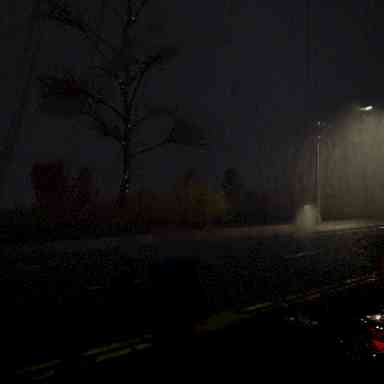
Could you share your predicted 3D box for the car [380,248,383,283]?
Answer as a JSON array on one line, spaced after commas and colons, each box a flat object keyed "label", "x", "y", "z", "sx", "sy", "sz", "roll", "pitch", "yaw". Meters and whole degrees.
[{"label": "car", "x": 6.607, "y": 1.580, "z": 8.230, "sx": 5.008, "sy": 1.535, "sz": 1.882, "roll": 0, "pitch": 0, "yaw": -36}]
